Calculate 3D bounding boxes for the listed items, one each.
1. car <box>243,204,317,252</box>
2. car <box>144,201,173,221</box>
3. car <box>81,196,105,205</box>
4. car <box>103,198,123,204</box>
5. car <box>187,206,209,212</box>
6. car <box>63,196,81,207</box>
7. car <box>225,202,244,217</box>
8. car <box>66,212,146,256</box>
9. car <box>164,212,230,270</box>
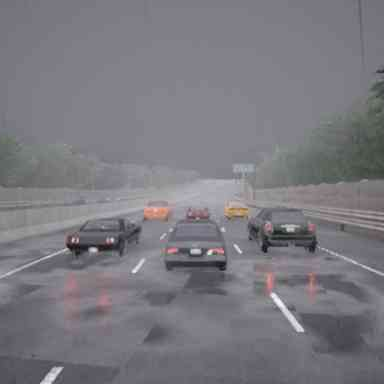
[{"bbox_3d":[3.733,1.448,14.546,2.097,1.767,4.553,0,-1,1],"label":"car"},{"bbox_3d":[-2.920,1.573,29.571,2.097,1.767,4.553,0,-1,2],"label":"car"},{"bbox_3d":[-16.012,1.650,55.532,2.150,2.045,5.566,0,0,3],"label":"car"},{"bbox_3d":[-12.529,1.978,55.223,2.033,1.411,5.357,0,0,3],"label":"car"},{"bbox_3d":[0.540,1.815,28.385,1.895,1.301,4.718,0,0,2],"label":"car"},{"bbox_3d":[-19.511,1.648,55.596,2.150,2.045,5.566,0,0,3],"label":"car"},{"bbox_3d":[4.143,1.717,31.206,1.882,1.535,5.008,0,-1,2],"label":"car"},{"bbox_3d":[-3.294,1.688,13.511,1.895,1.301,4.718,0,0,1],"label":"car"},{"bbox_3d":[0.153,1.618,11.200,2.033,1.411,5.357,0,0,1],"label":"car"}]
